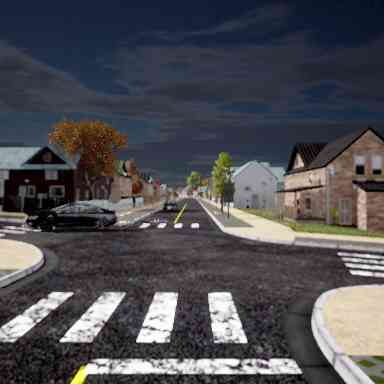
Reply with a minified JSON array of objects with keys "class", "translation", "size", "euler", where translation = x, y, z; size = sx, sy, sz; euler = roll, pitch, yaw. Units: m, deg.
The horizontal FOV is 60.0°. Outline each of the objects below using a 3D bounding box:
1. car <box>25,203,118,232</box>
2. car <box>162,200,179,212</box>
[{"class":"car","translation":[-6.673,1.379,18.826],"size":[4.902,1.511,2.128],"euler":[3,1,-28]},{"class":"car","translation":[-2.700,1.758,42.464],"size":[2.128,1.511,4.902],"euler":[0,0,0]}]
